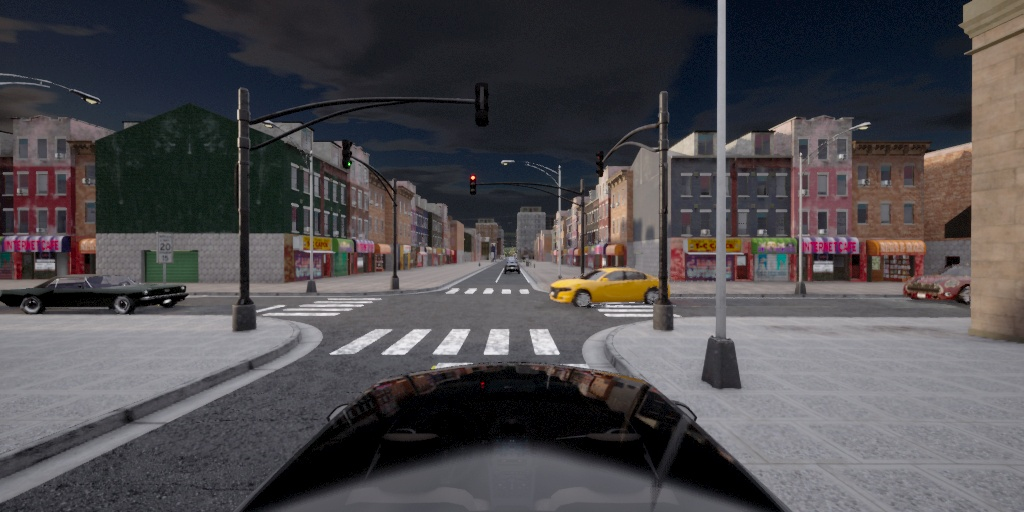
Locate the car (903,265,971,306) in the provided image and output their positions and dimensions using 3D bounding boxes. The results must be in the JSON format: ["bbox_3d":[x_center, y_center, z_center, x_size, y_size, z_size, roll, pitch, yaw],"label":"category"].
[{"bbox_3d":[20.315,1.163,15.814,4.553,1.767,2.097,0,0,0],"label":"car"}]

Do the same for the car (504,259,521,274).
[{"bbox_3d":[0.015,1.313,40.627,1.948,1.339,4.313,0,0,0],"label":"car"}]

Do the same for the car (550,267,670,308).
[{"bbox_3d":[4.059,1.240,14.951,5.008,1.535,1.882,0,0,-13],"label":"car"}]

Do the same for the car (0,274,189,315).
[{"bbox_3d":[-14.637,1.312,12.836,4.718,1.301,1.895,0,0,-3],"label":"car"}]
